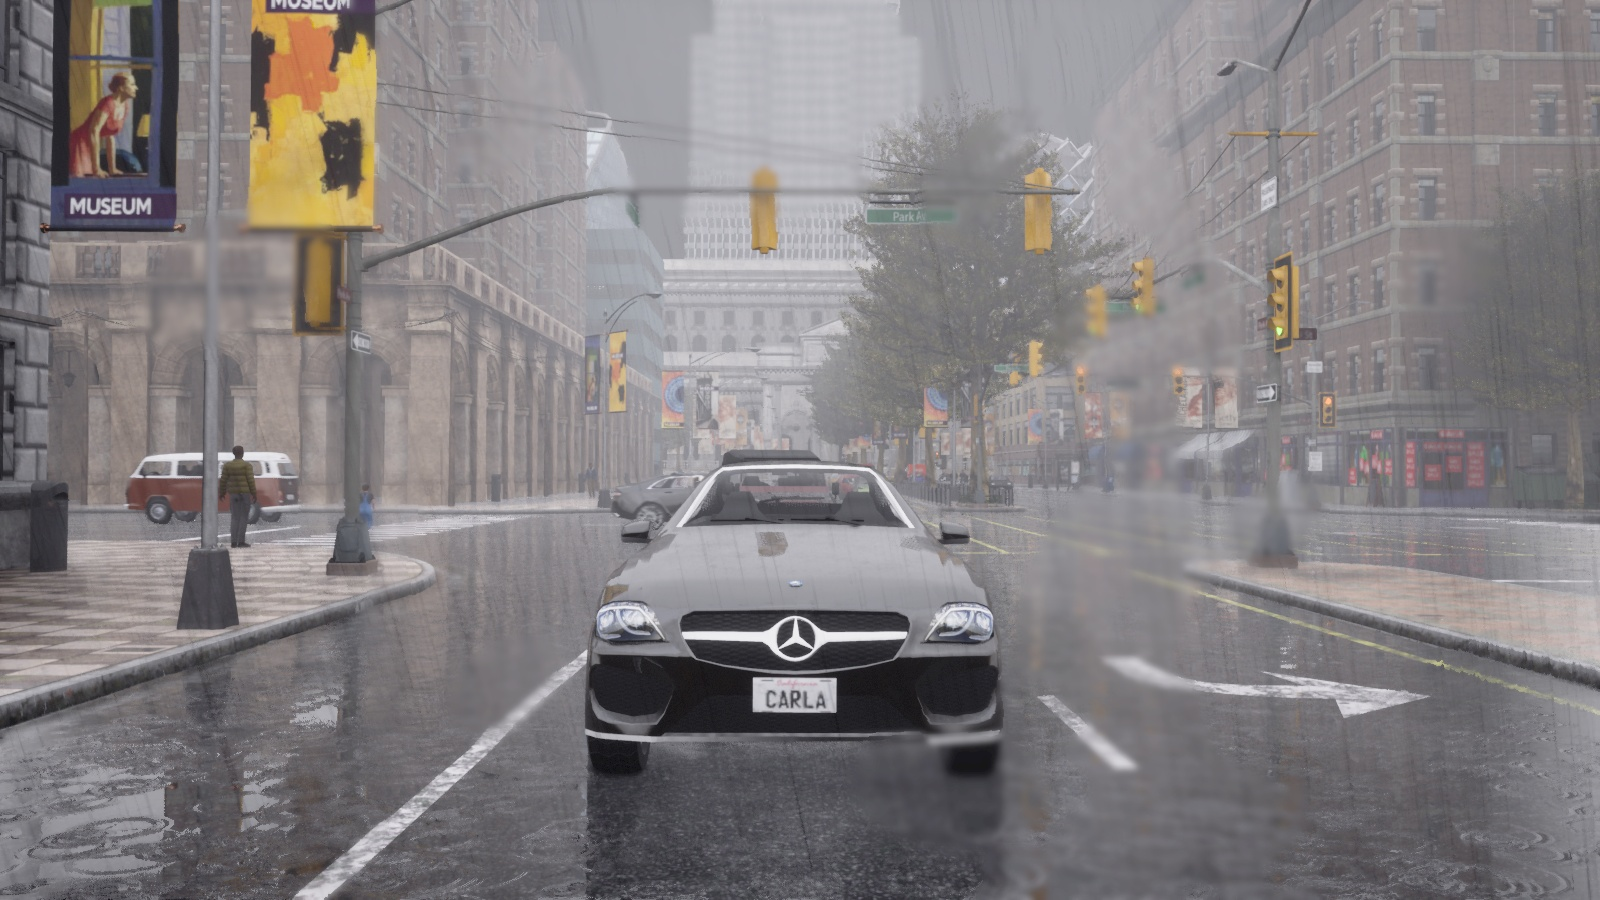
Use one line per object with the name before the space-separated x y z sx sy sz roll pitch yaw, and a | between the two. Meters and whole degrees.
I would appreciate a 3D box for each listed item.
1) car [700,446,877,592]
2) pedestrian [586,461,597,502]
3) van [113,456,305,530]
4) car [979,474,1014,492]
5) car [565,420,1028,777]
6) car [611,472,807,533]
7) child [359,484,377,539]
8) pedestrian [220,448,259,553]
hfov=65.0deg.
car | -0.294 0.918 18.273 1.905 1.878 3.866 0 -1 -11
pedestrian | -10.186 1.539 61.284 0.423 1.949 0.788 0 -1 0
van | -16.748 1.204 35.770 4.480 2.038 2.069 0 -1 0
car | 14.737 2.436 94.353 1.895 1.301 4.718 0 -1 0
car | -0.025 0.733 8.363 2.152 1.651 5.027 0 -1 0
car | -2.349 1.326 32.556 4.902 1.511 2.128 0 -1 -4
child | -10.026 1.420 29.146 0.270 1.263 0.437 0 -1 -4
pedestrian | -9.985 0.886 22.381 0.370 1.835 0.726 0 -1 1
